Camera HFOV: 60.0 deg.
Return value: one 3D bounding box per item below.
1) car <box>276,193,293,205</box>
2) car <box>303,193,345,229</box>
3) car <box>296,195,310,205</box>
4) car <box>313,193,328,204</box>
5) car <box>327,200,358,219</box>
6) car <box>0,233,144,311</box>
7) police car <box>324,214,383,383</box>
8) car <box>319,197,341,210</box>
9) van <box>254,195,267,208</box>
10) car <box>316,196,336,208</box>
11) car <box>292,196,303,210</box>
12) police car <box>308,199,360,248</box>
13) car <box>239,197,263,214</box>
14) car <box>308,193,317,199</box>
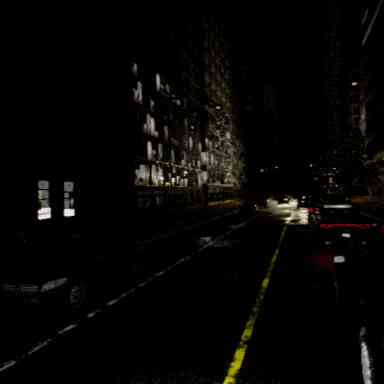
[{"bbox_3d":[14.972,1.391,54.409,2.033,1.411,5.357,-2,0,18],"label":"car"},{"bbox_3d":[8.012,1.095,19.853,2.150,2.045,5.566,-2,0,18],"label":"car"},{"bbox_3d":[17.732,1.294,53.194,2.033,1.411,5.357,-2,0,18],"label":"car"},{"bbox_3d":[20.947,1.087,54.432,1.967,1.590,4.097,-2,0,18],"label":"car"},{"bbox_3d":[12.288,1.362,27.319,1.802,1.307,4.206,-2,0,18],"label":"car"},{"bbox_3d":[-2.621,1.721,8.183,1.802,1.307,4.206,-2,0,18],"label":"car"},{"bbox_3d":[3.172,1.354,4.687,1.930,1.638,5.238,-2,0,18],"label":"police car"},{"bbox_3d":[15.753,1.284,38.164,2.008,1.369,4.403,-2,0,18],"label":"car"},{"bbox_3d":[9.502,1.322,46.142,1.690,1.788,3.998,-2,0,18],"label":"van"},{"bbox_3d":[17.485,1.257,43.586,2.008,1.369,4.403,-2,0,18],"label":"car"},{"bbox_3d":[13.525,1.363,40.002,2.033,1.411,5.357,-2,0,18],"label":"car"},{"bbox_3d":[6.216,1.317,14.212,1.930,1.638,5.238,-2,0,18],"label":"police car"},{"bbox_3d":[6.043,1.583,35.296,2.008,1.369,4.403,-2,0,18],"label":"car"},{"bbox_3d":[29.613,1.036,81.543,1.887,1.381,4.507,-2,0,18],"label":"car"}]
